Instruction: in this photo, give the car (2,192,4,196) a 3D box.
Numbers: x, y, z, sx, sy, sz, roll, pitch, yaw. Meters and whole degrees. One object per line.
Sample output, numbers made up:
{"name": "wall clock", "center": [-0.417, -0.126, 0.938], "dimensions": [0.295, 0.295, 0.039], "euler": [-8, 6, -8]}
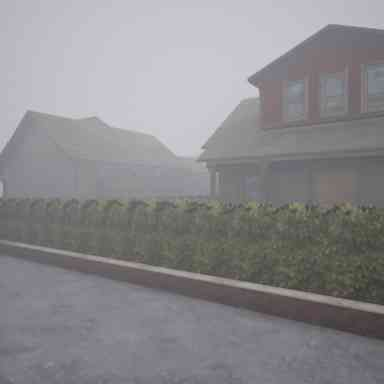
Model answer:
{"name": "car", "center": [-42.144, 0.972, 76.312], "dimensions": [3.866, 1.878, 1.905], "euler": [0, 0, 36]}
